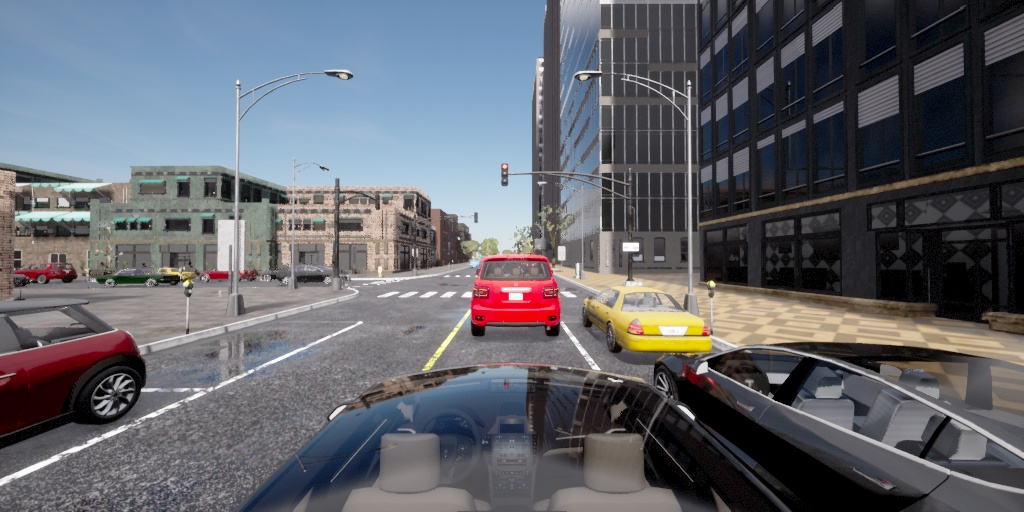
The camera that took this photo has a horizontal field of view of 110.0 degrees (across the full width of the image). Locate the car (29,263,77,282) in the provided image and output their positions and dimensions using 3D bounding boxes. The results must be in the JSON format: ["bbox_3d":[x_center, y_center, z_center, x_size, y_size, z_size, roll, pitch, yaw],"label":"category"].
[{"bbox_3d":[-41.668,1.522,31.692,5.009,1.841,2.192,0,0,1],"label":"car"}]

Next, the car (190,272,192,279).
[{"bbox_3d":[-30.743,1.627,31.577,4.829,1.417,1.751,0,0,1],"label":"car"}]

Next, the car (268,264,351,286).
[{"bbox_3d":[-14.115,1.345,25.678,4.902,1.511,2.128,-1,-1,0],"label":"car"}]

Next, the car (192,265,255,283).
[{"bbox_3d":[-25.025,1.489,31.517,4.097,1.591,1.967,0,0,1],"label":"car"}]

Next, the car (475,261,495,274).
[{"bbox_3d":[-3.193,1.312,43.986,2.033,1.411,5.357,0,0,0],"label":"car"}]

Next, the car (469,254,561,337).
[{"bbox_3d":[0.081,0.975,10.480,2.150,2.045,5.566,0,0,0],"label":"car"}]

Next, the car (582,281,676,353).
[{"bbox_3d":[2.813,1.277,8.605,1.751,1.417,4.829,0,0,0],"label":"car"}]

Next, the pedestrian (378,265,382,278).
[{"bbox_3d":[-12.616,1.399,34.339,0.375,1.300,0.375,0,0,1],"label":"pedestrian"}]

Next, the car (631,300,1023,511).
[{"bbox_3d":[2.655,1.316,2.791,1.948,1.339,4.313,0,0,0],"label":"car"}]

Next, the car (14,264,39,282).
[{"bbox_3d":[-38.008,1.587,25.884,4.892,1.490,1.837,-1,-1,1],"label":"car"}]

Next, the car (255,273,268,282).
[{"bbox_3d":[-19.477,1.562,31.458,4.313,1.339,1.948,0,0,1],"label":"car"}]

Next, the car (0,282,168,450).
[{"bbox_3d":[-5.692,1.190,2.827,1.967,1.591,4.097,0,0,0],"label":"car"}]

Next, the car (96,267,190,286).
[{"bbox_3d":[-26.534,1.572,25.748,4.718,1.301,1.895,-1,-1,1],"label":"car"}]
